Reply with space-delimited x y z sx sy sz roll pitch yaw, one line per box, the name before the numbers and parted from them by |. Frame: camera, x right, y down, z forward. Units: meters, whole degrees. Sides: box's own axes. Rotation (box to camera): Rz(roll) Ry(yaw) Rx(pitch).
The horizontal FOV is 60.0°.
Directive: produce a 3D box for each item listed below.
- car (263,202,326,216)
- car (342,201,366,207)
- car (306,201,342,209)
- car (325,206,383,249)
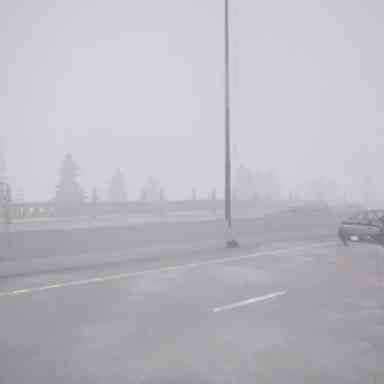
car | 6.366 1.593 21.449 4.181 1.385 1.994 0 0 -36
car | 17.995 1.695 38.357 4.718 1.301 1.895 1 -1 -35
car | 10.355 1.530 28.601 4.902 1.511 2.128 0 0 -36
car | 8.020 1.512 13.785 4.902 1.511 2.128 0 0 -36
